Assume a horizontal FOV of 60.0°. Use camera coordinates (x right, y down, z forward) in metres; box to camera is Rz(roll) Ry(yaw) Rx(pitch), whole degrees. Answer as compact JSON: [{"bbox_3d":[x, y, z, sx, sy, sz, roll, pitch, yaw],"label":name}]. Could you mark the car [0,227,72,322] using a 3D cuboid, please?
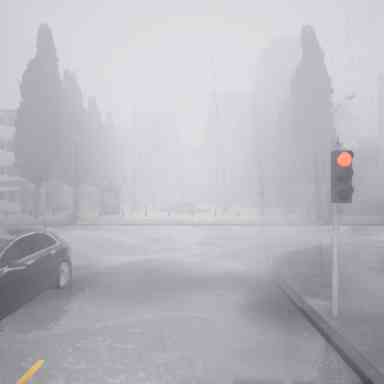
[{"bbox_3d":[-3.883,1.505,6.295,1.837,1.490,4.892,1,0,2],"label":"car"}]
